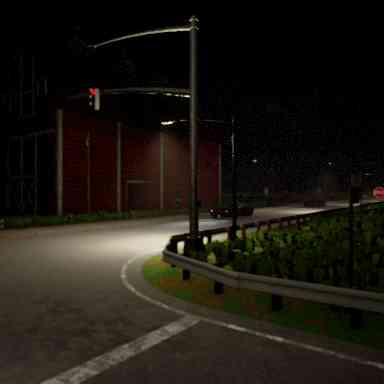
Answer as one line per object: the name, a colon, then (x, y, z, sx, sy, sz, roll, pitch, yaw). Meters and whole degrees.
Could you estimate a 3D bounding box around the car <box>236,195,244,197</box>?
car: (12.754, 1.537, 89.229, 1.784, 1.438, 3.905, 0, 0, 36)

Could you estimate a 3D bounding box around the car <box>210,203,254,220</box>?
car: (3.489, 1.624, 28.652, 1.895, 1.301, 4.718, 0, 0, 37)

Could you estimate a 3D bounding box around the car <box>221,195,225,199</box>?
car: (6.169, 1.522, 78.113, 1.816, 1.474, 4.193, 0, 0, 36)

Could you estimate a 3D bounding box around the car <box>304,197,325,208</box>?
car: (17.434, 1.501, 47.282, 1.882, 1.535, 5.008, 0, 0, 37)
